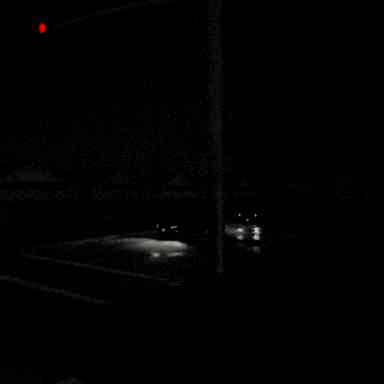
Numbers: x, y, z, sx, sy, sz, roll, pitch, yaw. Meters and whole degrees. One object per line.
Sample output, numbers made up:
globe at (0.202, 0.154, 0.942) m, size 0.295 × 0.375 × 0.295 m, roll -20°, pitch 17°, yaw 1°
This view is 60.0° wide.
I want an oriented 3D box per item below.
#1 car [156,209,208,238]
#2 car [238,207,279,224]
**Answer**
car at (-0.165, 1.854, 20.328) m, size 1.837 × 1.490 × 4.892 m, roll -1°, pitch -1°, yaw 36°
car at (5.740, 1.949, 28.514) m, size 1.895 × 1.301 × 4.718 m, roll -1°, pitch -1°, yaw 36°
